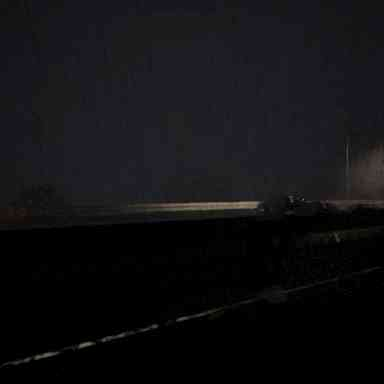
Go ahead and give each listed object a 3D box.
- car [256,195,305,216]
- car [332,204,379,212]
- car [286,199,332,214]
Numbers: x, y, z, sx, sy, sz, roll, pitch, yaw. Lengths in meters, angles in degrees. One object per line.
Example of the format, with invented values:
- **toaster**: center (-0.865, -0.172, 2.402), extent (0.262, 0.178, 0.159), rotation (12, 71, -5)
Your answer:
- **car**: center (8.594, 1.287, 31.383), extent (5.566, 2.045, 2.150), rotation (0, 0, -35)
- **car**: center (13.355, 1.636, 26.158), extent (4.181, 1.385, 1.994), rotation (0, 0, -35)
- **car**: center (10.622, 1.573, 28.525), extent (4.892, 1.490, 1.837), rotation (0, 0, -35)
